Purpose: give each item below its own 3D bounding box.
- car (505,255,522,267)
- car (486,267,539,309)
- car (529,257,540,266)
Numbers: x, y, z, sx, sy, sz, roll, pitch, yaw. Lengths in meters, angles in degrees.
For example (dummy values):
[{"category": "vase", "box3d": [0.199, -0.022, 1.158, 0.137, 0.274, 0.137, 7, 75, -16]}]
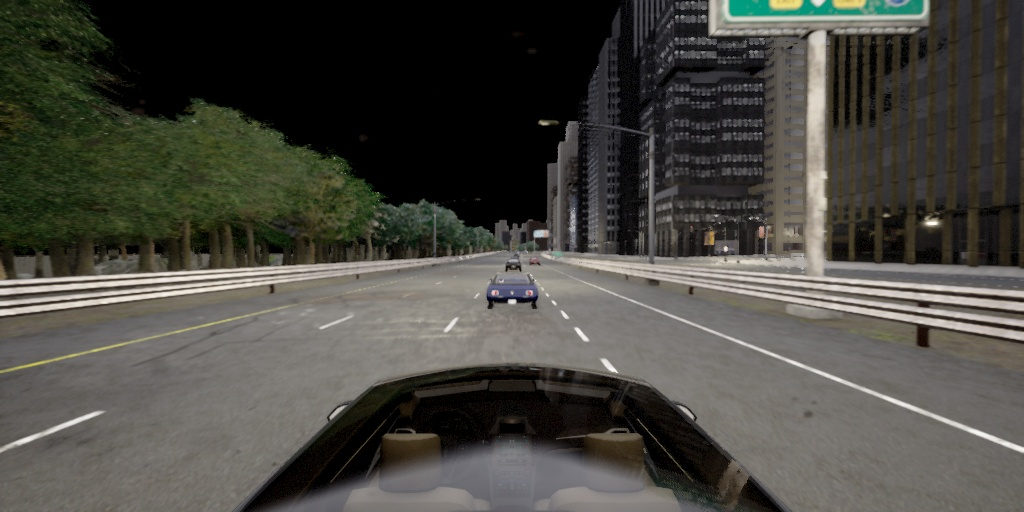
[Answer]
[{"category": "car", "box3d": [0.188, 1.035, 43.311, 1.882, 1.535, 5.008, 0, 0, 1]}, {"category": "car", "box3d": [0.018, 1.322, 14.823, 1.895, 1.301, 4.718, 0, 0, 0]}, {"category": "car", "box3d": [3.966, 0.915, 63.273, 1.812, 1.442, 4.674, 0, 0, 1]}]
